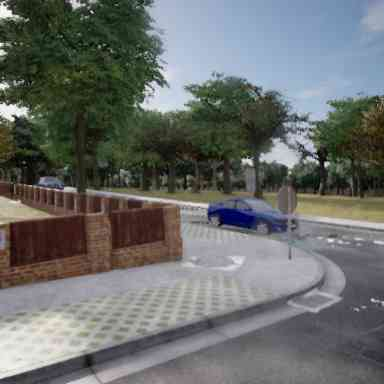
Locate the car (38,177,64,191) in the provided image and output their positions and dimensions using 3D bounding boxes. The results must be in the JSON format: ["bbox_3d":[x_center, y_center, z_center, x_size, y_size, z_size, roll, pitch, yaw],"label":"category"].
[{"bbox_3d":[-18.861,-0.956,44.394,2.150,2.045,5.566,-1,3,-37],"label":"car"}]

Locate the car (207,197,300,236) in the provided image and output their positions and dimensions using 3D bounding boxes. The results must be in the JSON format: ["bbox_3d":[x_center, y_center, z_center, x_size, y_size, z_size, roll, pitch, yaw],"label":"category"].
[{"bbox_3d":[2.810,1.056,16.102,1.882,1.535,5.008,-1,3,-37],"label":"car"}]
